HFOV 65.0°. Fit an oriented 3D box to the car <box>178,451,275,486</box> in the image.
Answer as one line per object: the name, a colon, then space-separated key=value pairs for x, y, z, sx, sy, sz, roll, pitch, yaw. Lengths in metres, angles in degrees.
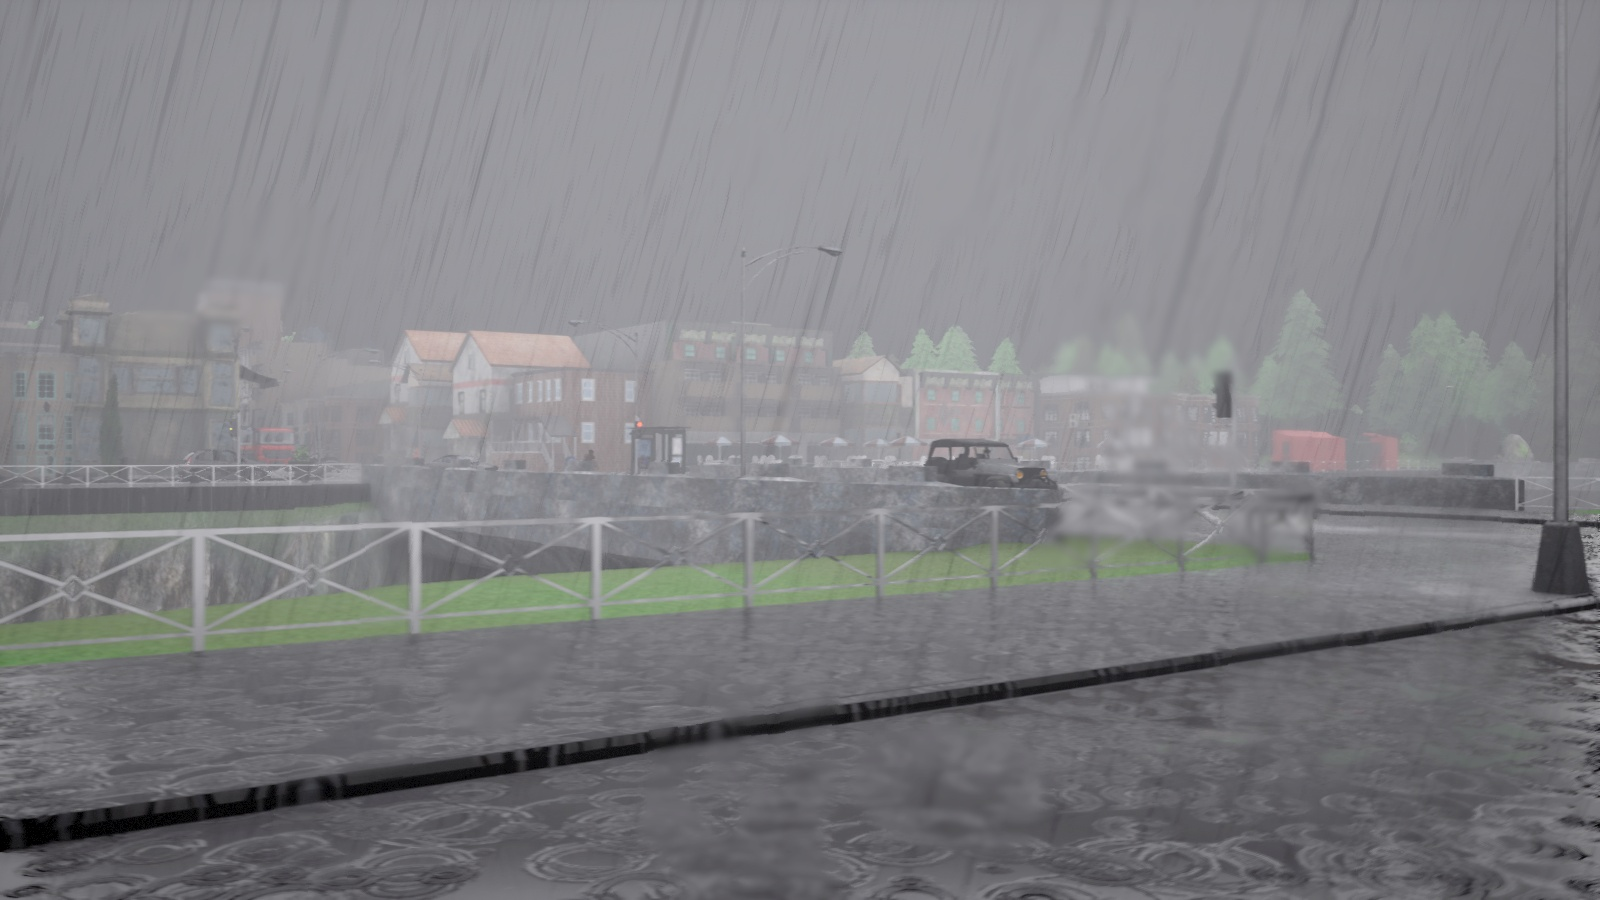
car: x=-27.539 y=0.849 z=60.301 sx=3.988 sy=1.617 sz=1.851 roll=0 pitch=0 yaw=-35

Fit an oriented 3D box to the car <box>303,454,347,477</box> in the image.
car: x=-32.223 y=1.035 z=85.112 sx=1.816 sy=1.474 sz=4.193 roll=0 pitch=0 yaw=-35

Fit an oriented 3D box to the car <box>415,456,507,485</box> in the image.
car: x=-16.758 y=0.996 z=62.099 sx=4.181 sy=1.385 sz=1.994 roll=0 pitch=0 yaw=29

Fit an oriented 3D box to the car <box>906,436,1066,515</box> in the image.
car: x=4.700 y=0.610 z=32.123 sx=1.905 sy=1.878 sz=3.866 roll=0 pitch=0 yaw=-35
